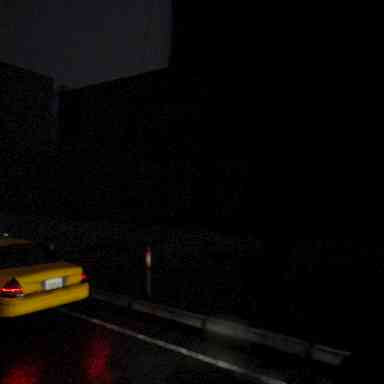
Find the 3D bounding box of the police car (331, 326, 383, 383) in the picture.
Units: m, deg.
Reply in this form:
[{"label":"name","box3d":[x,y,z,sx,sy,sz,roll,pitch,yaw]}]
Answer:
[{"label":"police car","box3d":[3.513,1.529,1.667,5.238,1.638,1.930,-1,-2,37]}]

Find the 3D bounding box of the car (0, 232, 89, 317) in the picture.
[{"label":"car","box3d":[-4.611,1.699,7.680,5.366,1.575,1.801,-1,-2,36]}]
